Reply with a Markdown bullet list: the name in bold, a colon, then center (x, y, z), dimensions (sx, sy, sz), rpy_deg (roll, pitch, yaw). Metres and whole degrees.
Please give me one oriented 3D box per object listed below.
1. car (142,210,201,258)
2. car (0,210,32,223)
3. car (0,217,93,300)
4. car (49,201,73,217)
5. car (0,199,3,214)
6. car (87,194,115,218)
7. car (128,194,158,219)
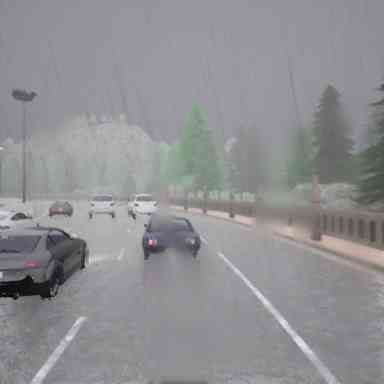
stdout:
- **car**: center (-0.901, 1.592, 12.716), dimensions (1.895, 1.301, 4.718), rpy_deg (0, 0, -7)
- **car**: center (-8.334, 1.538, 14.902), dimensions (1.812, 1.442, 4.674), rpy_deg (0, 0, -9)
- **car**: center (-3.986, 1.569, 8.410), dimensions (1.994, 1.385, 4.181), rpy_deg (0, 0, -5)
- **car**: center (-12.571, 1.574, 32.074), dimensions (1.994, 1.385, 4.181), rpy_deg (0, 0, -18)
- **car**: center (-21.033, 1.527, 34.281), dimensions (2.128, 1.511, 4.902), rpy_deg (0, 0, -22)
- **car**: center (-8.249, 1.220, 30.250), dimensions (2.150, 2.045, 5.566), rpy_deg (0, 0, -17)
- **car**: center (-4.462, 1.209, 29.757), dimensions (2.150, 2.045, 5.566), rpy_deg (0, 0, -16)
